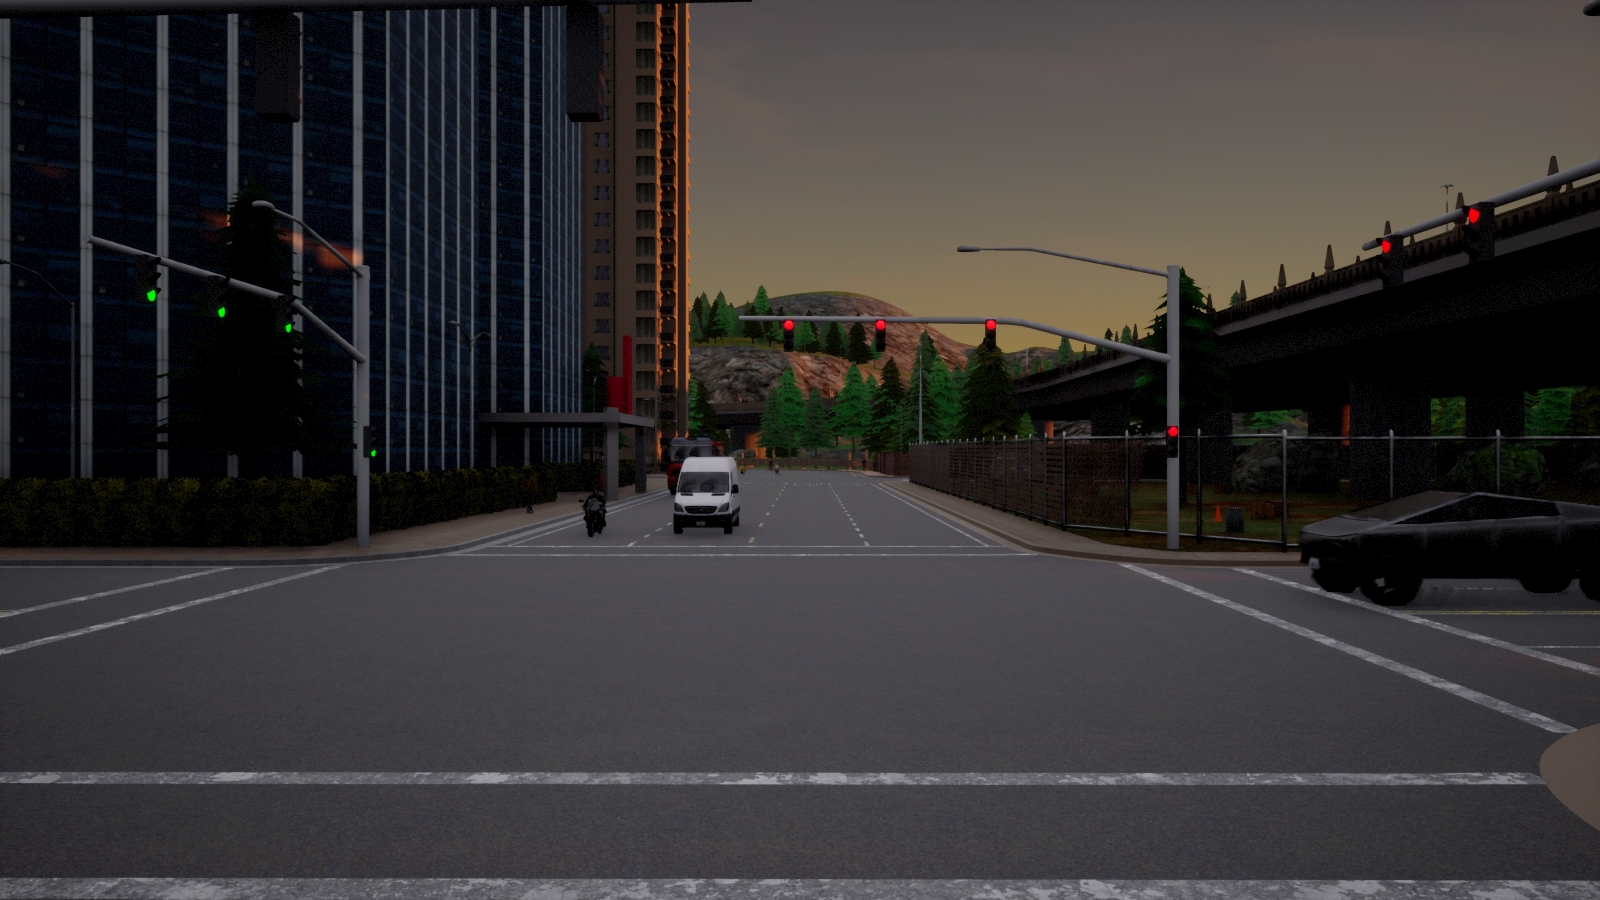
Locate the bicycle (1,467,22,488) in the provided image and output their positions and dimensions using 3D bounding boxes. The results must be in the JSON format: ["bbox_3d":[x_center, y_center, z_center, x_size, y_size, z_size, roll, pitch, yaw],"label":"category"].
[{"bbox_3d":[-59.154,2.060,85.731,0.329,1.471,1.835,0,0,0],"label":"bicycle"}]

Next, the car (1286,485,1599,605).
[{"bbox_3d":[12.928,1.753,21.810,6.274,2.098,2.390,0,0,0],"label":"car"}]

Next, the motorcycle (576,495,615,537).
[{"bbox_3d":[-6.735,2.150,37.693,0.867,1.251,2.209,0,0,0],"label":"motorcycle"}]

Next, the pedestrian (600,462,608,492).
[{"bbox_3d":[-12.065,1.641,70.305,0.375,1.860,0.375,0,0,-23],"label":"pedestrian"}]

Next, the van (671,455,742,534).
[{"bbox_3d":[-3.226,1.479,40.346,1.988,2.561,5.915,0,0,0],"label":"van"}]

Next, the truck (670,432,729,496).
[{"bbox_3d":[-6.253,0.835,72.127,2.891,3.827,8.468,0,0,0],"label":"truck"}]

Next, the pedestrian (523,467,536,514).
[{"bbox_3d":[-10.943,1.642,46.290,0.375,1.860,0.375,0,0,13],"label":"pedestrian"}]
